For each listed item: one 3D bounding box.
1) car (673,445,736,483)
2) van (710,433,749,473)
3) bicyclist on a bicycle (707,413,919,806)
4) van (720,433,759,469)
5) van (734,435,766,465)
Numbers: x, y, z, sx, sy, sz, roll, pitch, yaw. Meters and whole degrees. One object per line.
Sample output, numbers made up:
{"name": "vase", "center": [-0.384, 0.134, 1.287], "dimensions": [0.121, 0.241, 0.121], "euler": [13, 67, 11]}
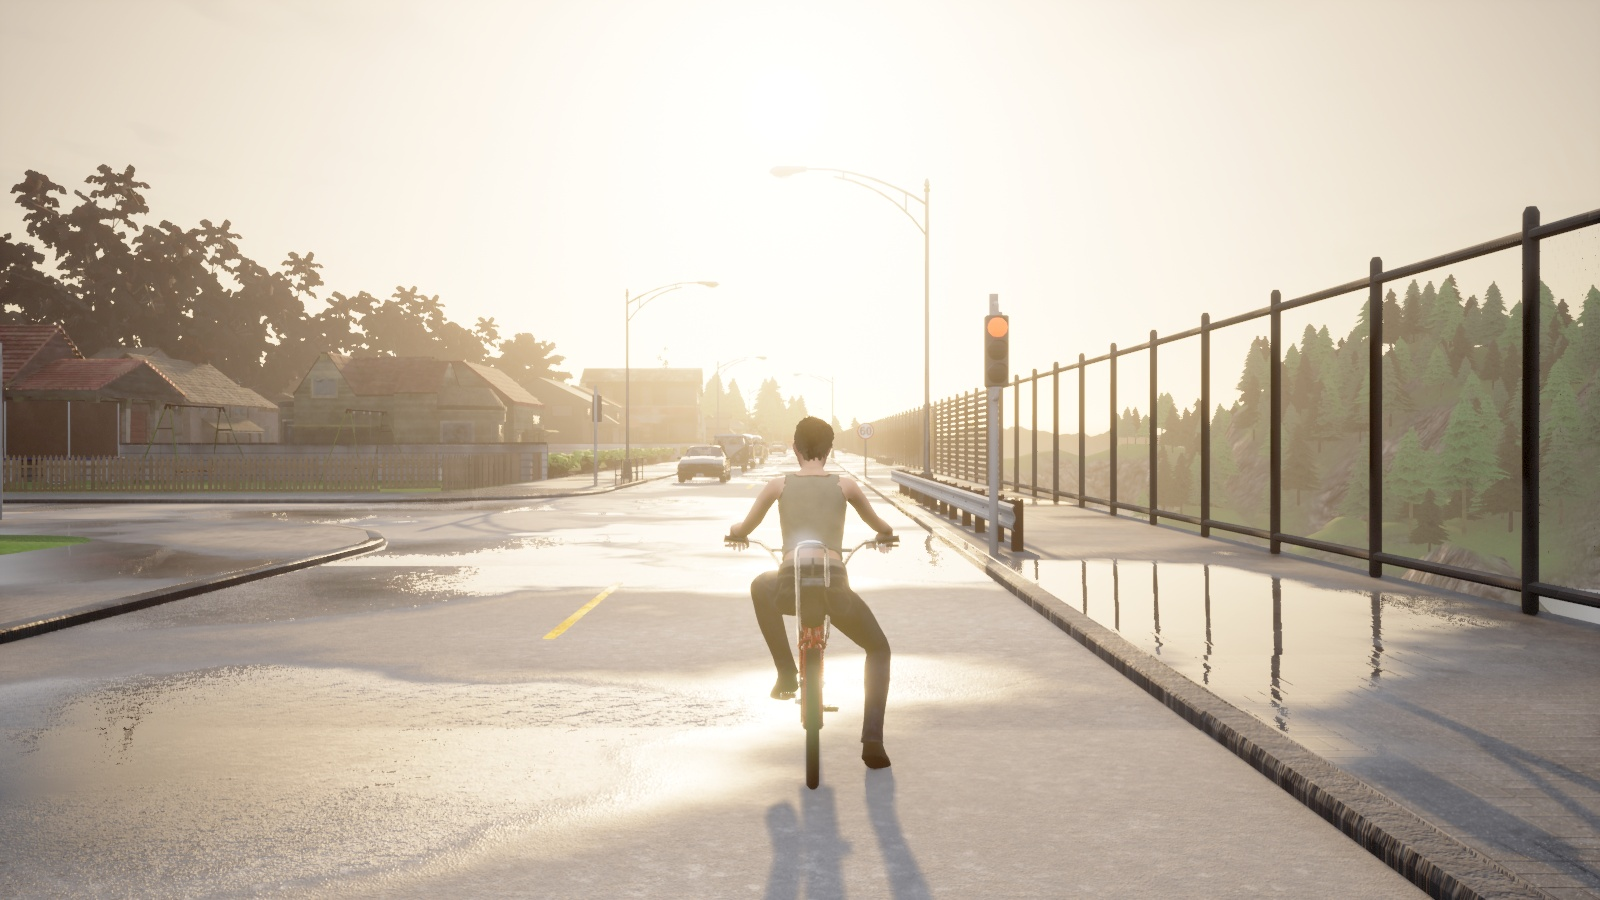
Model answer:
{"name": "car", "center": [-3.690, 0.513, 49.200], "dimensions": [2.033, 1.411, 5.357], "euler": [0, 0, 0]}
{"name": "van", "center": [-3.597, 0.131, 64.813], "dimensions": [1.775, 1.987, 4.442], "euler": [0, 0, 0]}
{"name": "bicyclist on a bicycle", "center": [0.056, 0.650, 5.898], "dimensions": [0.866, 1.612, 1.509], "euler": [0, 0, 0]}
{"name": "van", "center": [-3.543, 0.049, 73.999], "dimensions": [2.069, 2.038, 4.480], "euler": [0, 0, 0]}
{"name": "van", "center": [-3.466, -0.028, 87.643], "dimensions": [2.069, 2.038, 4.480], "euler": [0, 0, 0]}
